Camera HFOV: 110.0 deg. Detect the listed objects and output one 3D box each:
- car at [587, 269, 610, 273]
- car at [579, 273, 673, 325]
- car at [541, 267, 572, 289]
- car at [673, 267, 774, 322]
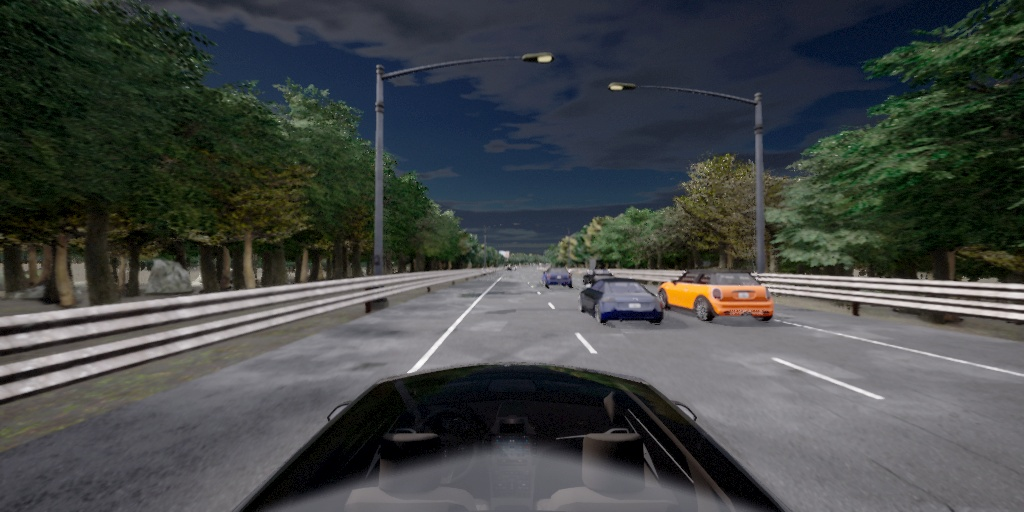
[{"bbox_3d":[7.100,1.839,29.729,2.128,1.511,4.902,0,-2,0],"label":"car"},{"bbox_3d":[3.594,1.460,12.497,1.994,1.385,4.181,0,-1,0],"label":"car"},{"bbox_3d":[3.599,1.692,29.475,2.097,1.767,4.553,0,-2,0],"label":"car"},{"bbox_3d":[7.095,1.260,13.094,2.097,1.767,4.553,0,-1,0],"label":"car"}]
